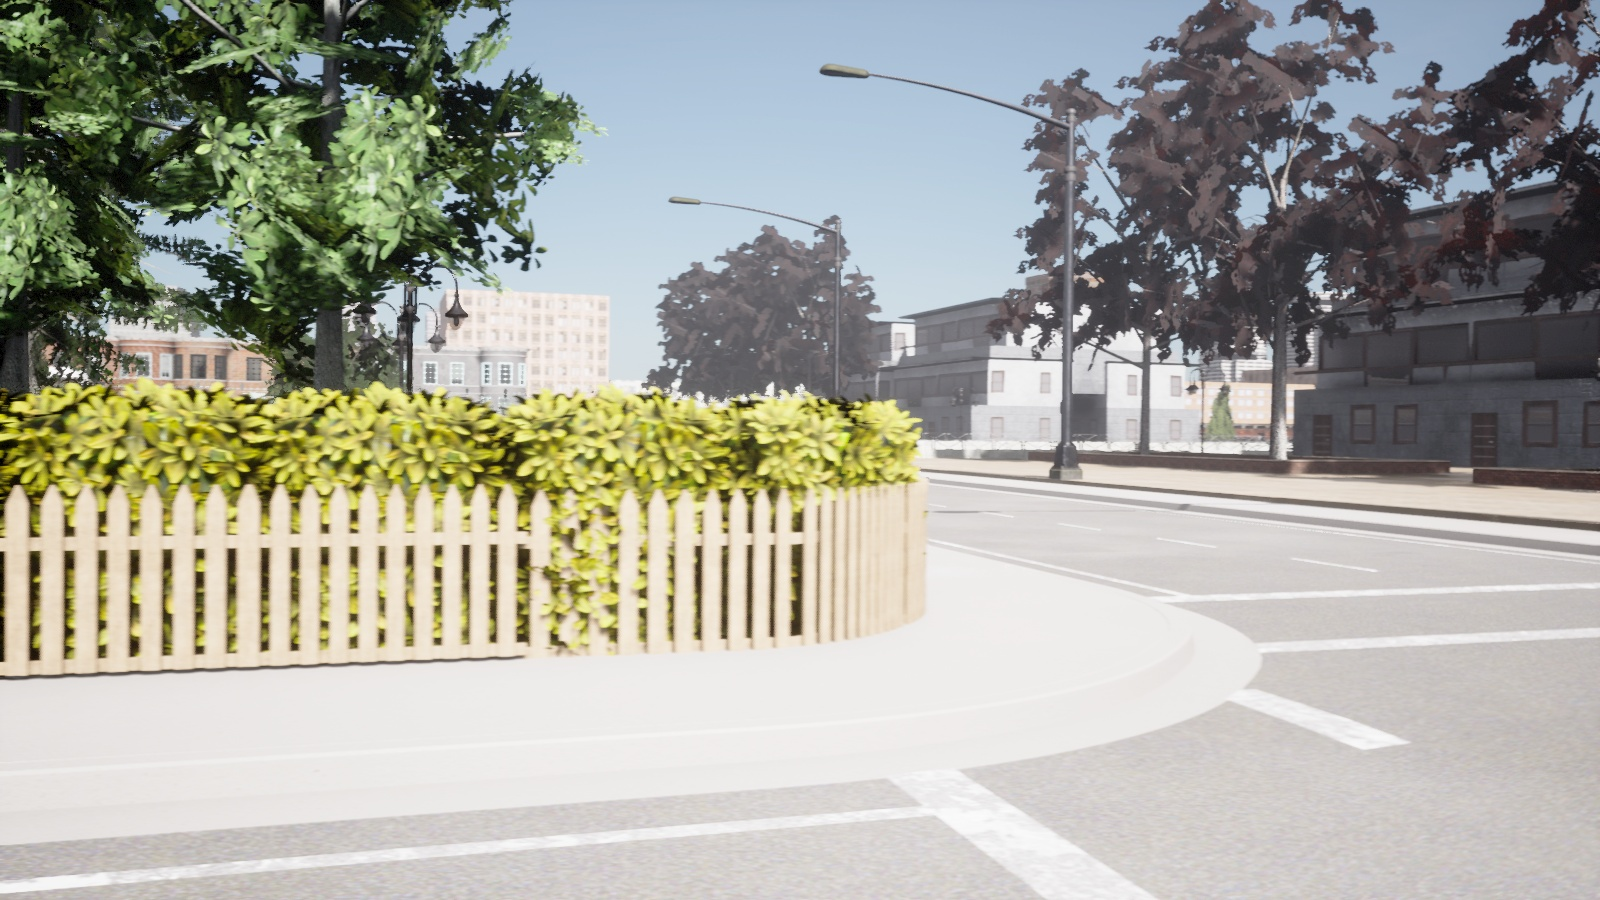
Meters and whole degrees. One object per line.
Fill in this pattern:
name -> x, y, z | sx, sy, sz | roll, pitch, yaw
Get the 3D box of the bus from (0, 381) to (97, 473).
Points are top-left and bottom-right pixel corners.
bus -> -39.756, -1.061, 59.800 | 10.273, 4.253, 3.944 | -1, 1, -18
